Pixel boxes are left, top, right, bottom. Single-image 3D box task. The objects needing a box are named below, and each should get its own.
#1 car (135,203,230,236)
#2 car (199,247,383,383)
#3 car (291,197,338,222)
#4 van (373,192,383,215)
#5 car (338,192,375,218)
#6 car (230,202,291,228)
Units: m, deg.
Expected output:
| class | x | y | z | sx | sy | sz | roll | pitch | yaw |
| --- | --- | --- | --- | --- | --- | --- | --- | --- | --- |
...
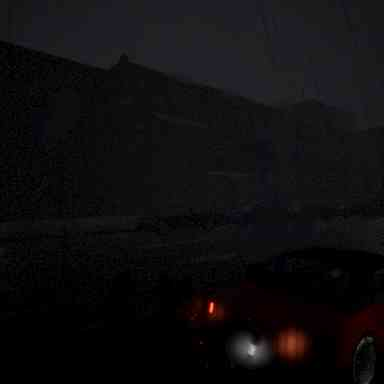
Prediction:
| class | x | y | z | sx | sy | sz | roll | pitch | yaw |
| --- | --- | --- | --- | --- | --- | --- | --- | --- | --- |
| car | -0.670 | 1.386 | 17.980 | 4.892 | 1.521 | 2.231 | 0 | 0 | -36 |
| car | 2.512 | 1.570 | 5.239 | 4.718 | 1.301 | 1.895 | 0 | 0 | -35 |
| car | 8.228 | 1.193 | 24.360 | 4.553 | 1.767 | 2.185 | 0 | 0 | -36 |
| van | 17.087 | 1.027 | 30.713 | 4.442 | 1.987 | 1.878 | 0 | 0 | -36 |
| car | 12.718 | 1.159 | 27.580 | 4.553 | 1.767 | 2.185 | 0 | 0 | -36 |
| car | 3.816 | 1.391 | 21.198 | 4.674 | 1.452 | 2.002 | 0 | 0 | -36 |
